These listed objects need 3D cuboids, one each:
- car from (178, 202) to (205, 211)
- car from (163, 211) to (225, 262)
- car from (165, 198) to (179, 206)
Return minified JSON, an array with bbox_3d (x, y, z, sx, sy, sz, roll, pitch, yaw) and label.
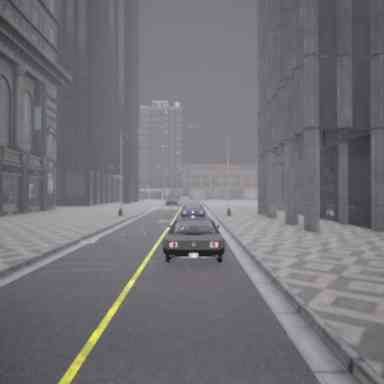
[{"bbox_3d":[0.090,1.557,27.058,1.895,1.301,4.718,0,0,0],"label":"car"},{"bbox_3d":[0.074,1.579,12.039,1.895,1.301,4.718,0,0,0],"label":"car"},{"bbox_3d":[-3.018,1.551,51.470,1.895,1.301,4.718,0,0,0],"label":"car"}]
